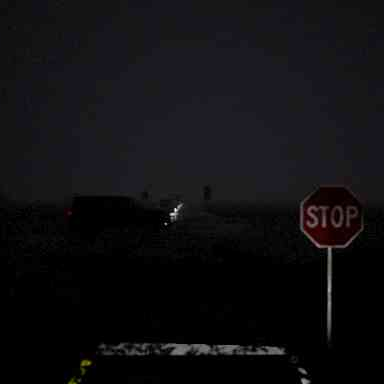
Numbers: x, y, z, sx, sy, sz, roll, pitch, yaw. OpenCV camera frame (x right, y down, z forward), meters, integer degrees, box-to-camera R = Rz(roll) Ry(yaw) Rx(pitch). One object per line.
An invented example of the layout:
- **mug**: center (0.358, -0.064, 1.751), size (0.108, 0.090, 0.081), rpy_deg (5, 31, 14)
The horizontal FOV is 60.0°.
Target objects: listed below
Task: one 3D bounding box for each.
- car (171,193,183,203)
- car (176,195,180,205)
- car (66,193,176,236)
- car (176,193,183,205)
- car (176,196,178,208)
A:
- **car**: center (-3.093, 1.254, 69.437), size (2.150, 2.045, 5.566), rpy_deg (0, 0, 0)
- **car**: center (-3.050, 1.539, 48.505), size (1.812, 1.442, 4.674), rpy_deg (0, 0, 0)
- **car**: center (-3.869, 1.215, 17.956), size (5.566, 2.045, 2.150), rpy_deg (0, 0, 0)
- **car**: center (-3.052, 1.243, 58.951), size (2.150, 2.045, 5.566), rpy_deg (0, 0, 0)
- **car**: center (-3.025, 1.485, 38.835), size (1.882, 1.535, 5.008), rpy_deg (0, 0, 0)
